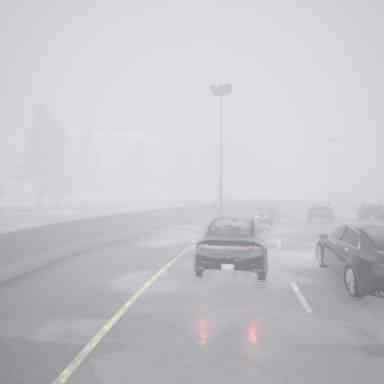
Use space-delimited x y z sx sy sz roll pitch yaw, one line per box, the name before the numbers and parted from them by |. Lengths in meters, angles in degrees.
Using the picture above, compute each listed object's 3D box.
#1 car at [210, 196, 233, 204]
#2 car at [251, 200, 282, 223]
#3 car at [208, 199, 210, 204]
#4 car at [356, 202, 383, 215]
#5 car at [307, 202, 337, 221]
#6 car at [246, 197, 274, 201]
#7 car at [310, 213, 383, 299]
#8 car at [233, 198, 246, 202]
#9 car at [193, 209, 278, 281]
car | 5.760 1.507 56.688 1.882 1.535 5.008 0 0 44
car | 5.029 1.569 23.247 2.033 1.411 5.357 0 0 22
car | 4.877 1.518 60.832 2.128 1.511 4.902 0 0 44
car | 14.009 1.558 25.998 1.837 1.490 4.892 0 0 27
car | 10.466 1.533 26.713 2.128 1.511 4.902 0 0 26
car | 11.157 1.525 52.187 1.882 1.535 5.008 0 0 44
car | 4.504 1.524 8.377 1.837 1.490 4.892 0 0 9
car | 9.310 1.606 55.307 1.994 1.385 4.181 0 0 44
car | 1.267 1.499 9.982 2.128 1.511 4.902 0 0 11
